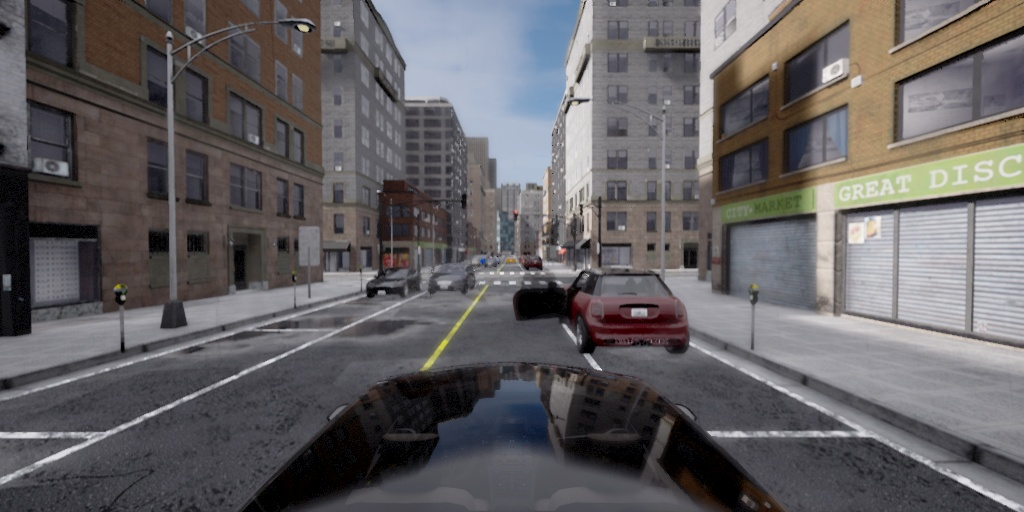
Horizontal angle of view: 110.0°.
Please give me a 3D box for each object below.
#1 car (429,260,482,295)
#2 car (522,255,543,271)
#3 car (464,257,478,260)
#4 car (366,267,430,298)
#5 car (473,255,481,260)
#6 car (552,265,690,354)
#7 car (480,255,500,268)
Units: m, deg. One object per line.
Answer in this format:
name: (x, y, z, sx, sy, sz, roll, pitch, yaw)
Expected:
car: (-3.056, 1.147, 18.867, 2.128, 1.511, 4.902, 0, 0, 1)
car: (2.741, 0.846, 44.789, 2.192, 1.841, 5.009, 0, 0, 0)
car: (-5.785, 1.097, 44.767, 1.948, 1.339, 4.313, 0, 0, 0)
car: (-5.712, 1.225, 17.894, 1.948, 1.339, 4.313, 0, 0, 0)
car: (-5.815, 1.003, 55.768, 1.751, 1.417, 4.829, 0, 0, 0)
car: (2.371, 1.061, 8.814, 2.097, 1.767, 4.553, 0, 0, 0)
car: (-3.221, 0.978, 54.224, 2.128, 1.511, 4.902, 0, 0, 0)
